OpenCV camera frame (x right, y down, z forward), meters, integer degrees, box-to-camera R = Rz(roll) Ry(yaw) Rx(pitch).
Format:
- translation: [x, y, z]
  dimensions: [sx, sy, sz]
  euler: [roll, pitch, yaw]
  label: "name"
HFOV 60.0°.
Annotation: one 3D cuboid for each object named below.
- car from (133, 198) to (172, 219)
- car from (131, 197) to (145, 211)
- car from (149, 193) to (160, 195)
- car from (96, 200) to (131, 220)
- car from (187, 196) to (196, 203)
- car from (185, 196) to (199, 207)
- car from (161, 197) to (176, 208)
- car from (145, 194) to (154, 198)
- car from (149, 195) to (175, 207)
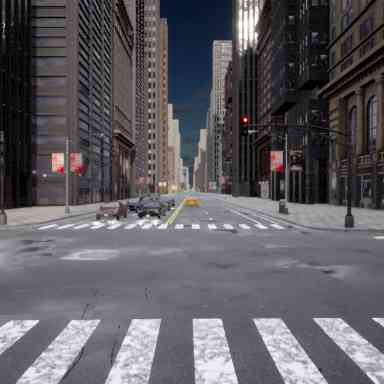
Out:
- translation: [-3.381, 1.531, 29.420]
  dimensions: [2.033, 1.411, 5.357]
  euler: [0, 0, 4]
  label: "car"
- translation: [-6.673, 1.577, 37.092]
  dimensions: [1.895, 1.301, 4.718]
  euler: [0, 0, 0]
  label: "car"
- translation: [-6.677, 1.170, 57.782]
  dimensions: [2.150, 2.045, 5.566]
  euler: [0, 0, 1]
  label: "car"
- translation: [-6.653, 1.510, 27.984]
  dimensions: [1.812, 1.442, 4.674]
  euler: [0, 0, 0]
  label: "car"
- translation: [-0.050, 1.521, 70.043]
  dimensions: [1.895, 1.301, 4.718]
  euler: [0, 0, 0]
  label: "car"
- translation: [-0.007, 1.440, 50.009]
  dimensions: [1.882, 1.535, 5.008]
  euler: [0, 0, 0]
  label: "car"
- translation: [-3.452, 1.510, 49.712]
  dimensions: [2.033, 1.411, 5.357]
  euler: [0, 0, 0]
  label: "car"
- translation: [-6.693, 1.470, 47.332]
  dimensions: [1.837, 1.490, 4.892]
  euler: [0, 0, 0]
  label: "car"
- translation: [-3.424, 1.466, 39.160]
  dimensions: [2.128, 1.511, 4.902]
  euler: [0, 0, 0]
  label: "car"
